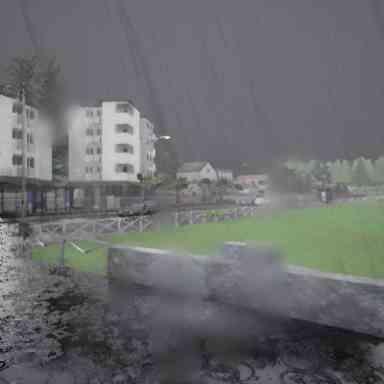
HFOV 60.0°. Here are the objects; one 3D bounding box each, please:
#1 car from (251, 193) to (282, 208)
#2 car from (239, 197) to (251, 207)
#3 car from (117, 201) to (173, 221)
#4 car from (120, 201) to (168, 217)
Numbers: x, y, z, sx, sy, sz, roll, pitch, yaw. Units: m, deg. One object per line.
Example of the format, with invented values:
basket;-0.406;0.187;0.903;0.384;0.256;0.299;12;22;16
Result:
car;10.838;1.211;46.971;2.150;2.045;5.566;0;0;36
car;9.031;1.476;51.438;2.128;1.511;4.902;0;0;36
car;-3.612;1.587;26.736;1.895;1.301;4.718;0;0;36
car;-4.623;1.584;32.470;1.895;1.301;4.718;0;0;36
